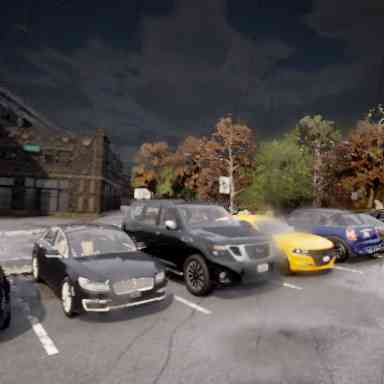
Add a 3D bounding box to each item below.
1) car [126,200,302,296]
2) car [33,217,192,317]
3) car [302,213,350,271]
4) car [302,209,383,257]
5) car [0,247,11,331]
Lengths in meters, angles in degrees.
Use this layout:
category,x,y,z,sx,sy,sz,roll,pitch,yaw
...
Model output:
category,x,y,z,sx,sy,sz,roll,pitch,yaw
car,-0.089,1.270,9.341,2.435,2.045,5.566,0,0,-35
car,-2.382,1.505,7.751,2.231,1.521,4.892,1,0,-35
car,2.167,1.528,10.988,2.097,1.535,5.008,0,0,-35
car,4.452,1.400,12.569,2.185,1.767,4.553,0,0,-35
car,-4.660,1.507,6.158,2.163,1.488,4.792,1,-1,-35
